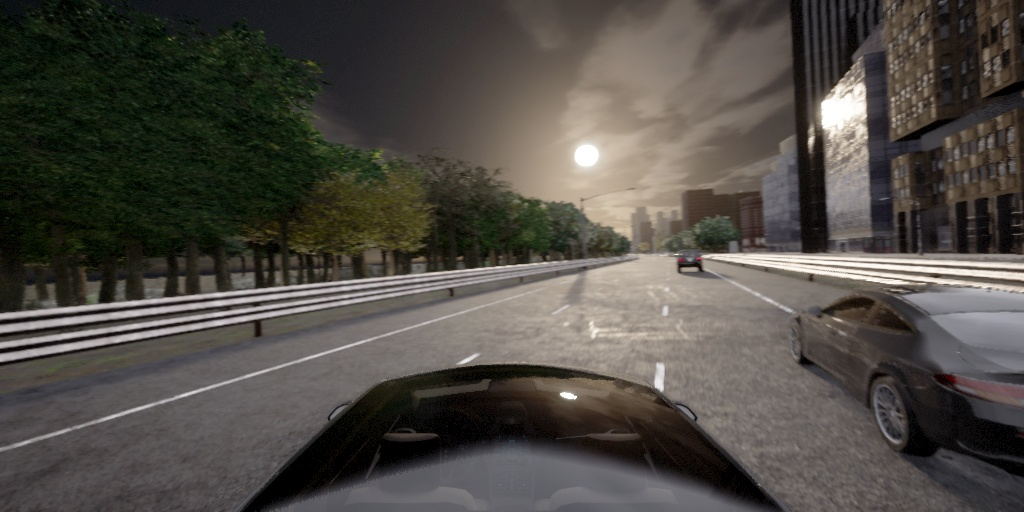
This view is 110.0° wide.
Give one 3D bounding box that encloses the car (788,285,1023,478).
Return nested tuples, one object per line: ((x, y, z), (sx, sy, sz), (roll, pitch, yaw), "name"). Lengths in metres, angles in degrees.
((4.916, 1.067, 4.245), (1.812, 1.442, 4.674), (-3, 0, 24), "car")

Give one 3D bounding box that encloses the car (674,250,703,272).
((16.758, 0.448, 34.026), (2.150, 2.045, 5.566), (-3, -1, 24), "car")
